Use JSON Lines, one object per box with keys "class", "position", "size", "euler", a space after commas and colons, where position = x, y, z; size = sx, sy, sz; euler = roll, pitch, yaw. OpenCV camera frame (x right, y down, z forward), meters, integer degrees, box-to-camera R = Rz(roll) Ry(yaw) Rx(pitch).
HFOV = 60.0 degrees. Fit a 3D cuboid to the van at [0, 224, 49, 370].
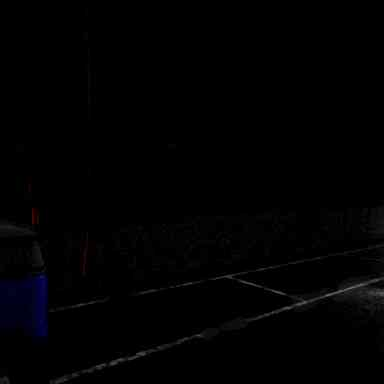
{"class": "van", "position": [-3.831, 1.341, 3.928], "size": [3.998, 1.788, 1.690], "euler": [0, -1, -36]}
